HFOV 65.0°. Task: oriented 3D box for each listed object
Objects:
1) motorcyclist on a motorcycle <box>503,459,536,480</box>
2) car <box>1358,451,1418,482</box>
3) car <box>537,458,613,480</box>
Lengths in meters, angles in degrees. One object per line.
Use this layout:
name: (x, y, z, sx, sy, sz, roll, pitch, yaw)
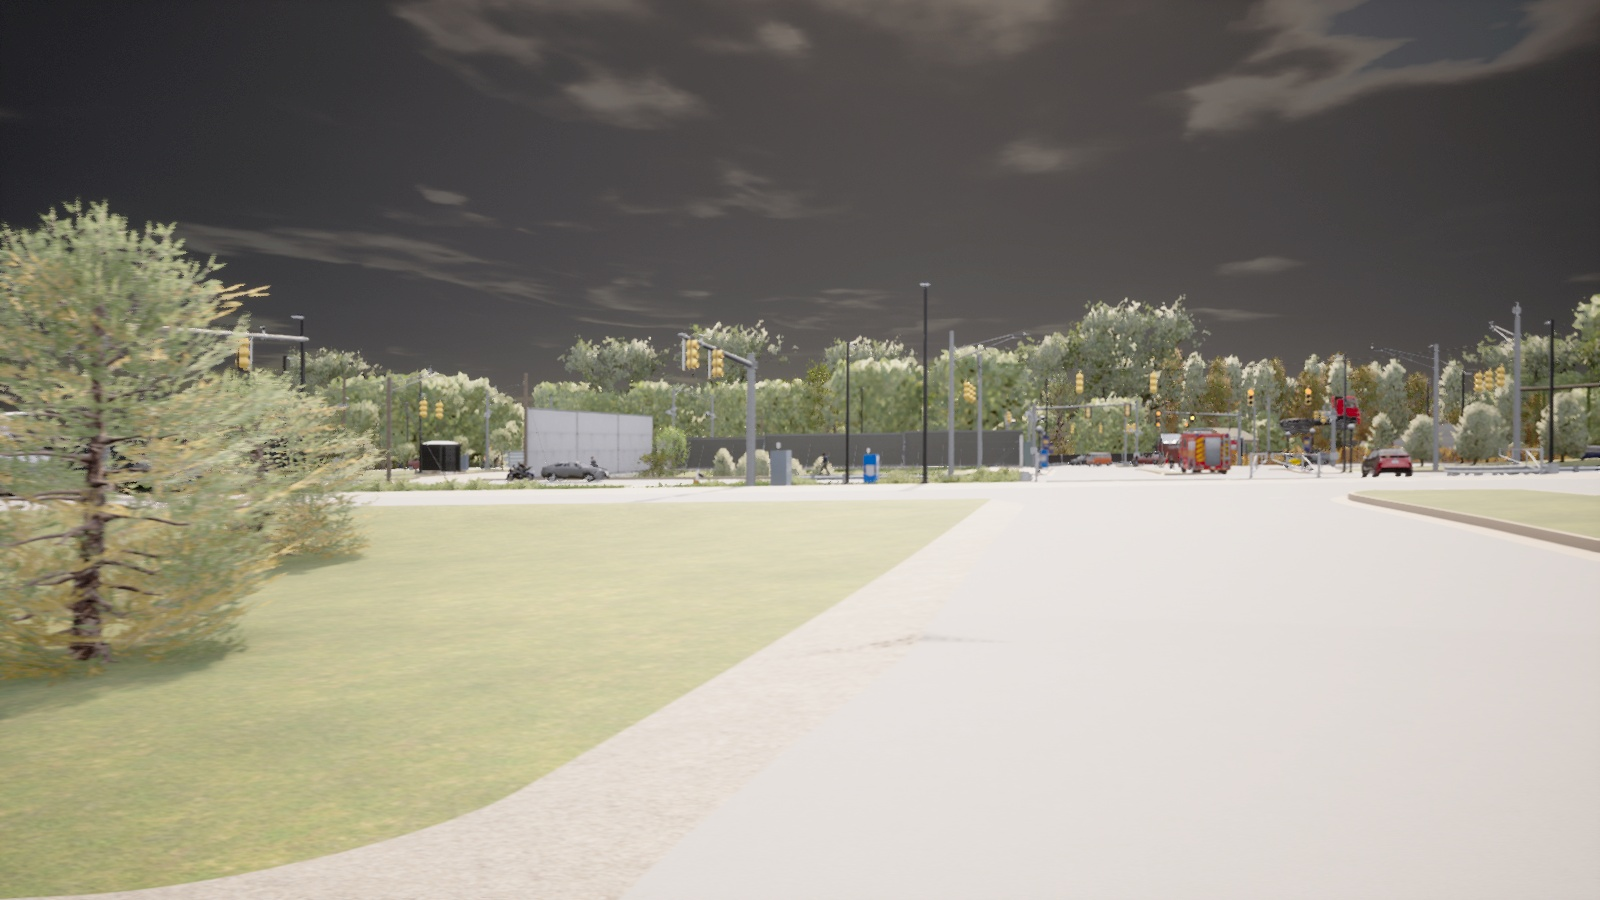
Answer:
motorcyclist on a motorcycle: (-20.899, 1.453, 93.603, 2.191, 1.530, 0.866, 0, 0, 13)
car: (30.140, 0.823, 64.547, 2.007, 1.525, 4.514, -1, 0, 15)
car: (-15.918, 1.368, 88.917, 4.902, 1.511, 2.128, 0, 0, 12)
